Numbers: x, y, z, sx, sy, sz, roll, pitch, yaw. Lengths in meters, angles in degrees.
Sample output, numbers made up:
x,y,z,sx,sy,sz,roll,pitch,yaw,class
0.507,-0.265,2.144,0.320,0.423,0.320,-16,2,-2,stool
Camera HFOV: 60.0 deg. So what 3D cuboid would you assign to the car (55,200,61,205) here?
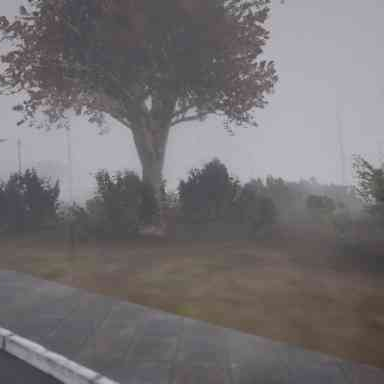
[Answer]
x,y,z,sx,sy,sz,roll,pitch,yaw,class
-16.193,1.717,40.467,1.812,1.442,4.674,0,0,34,car
